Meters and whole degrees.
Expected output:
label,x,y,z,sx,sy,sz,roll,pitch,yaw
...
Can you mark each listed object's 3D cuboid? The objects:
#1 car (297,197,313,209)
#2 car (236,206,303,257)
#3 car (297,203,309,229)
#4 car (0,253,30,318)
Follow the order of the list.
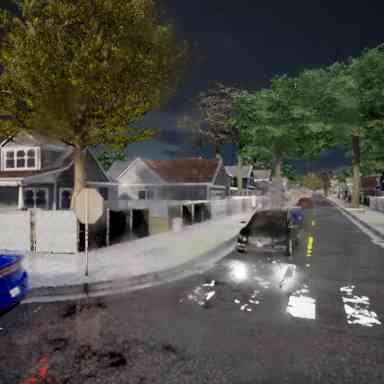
label,x,y,z,sx,sy,sz,roll,pitch,yaw
car,15.986,1.499,47.042,1.882,1.535,5.008,0,0,21
car,3.161,1.505,13.240,1.837,1.490,4.892,0,0,23
car,6.388,1.602,21.649,1.895,1.301,4.718,0,0,21
car,-5.394,1.486,5.473,5.008,1.535,1.882,0,2,-1
